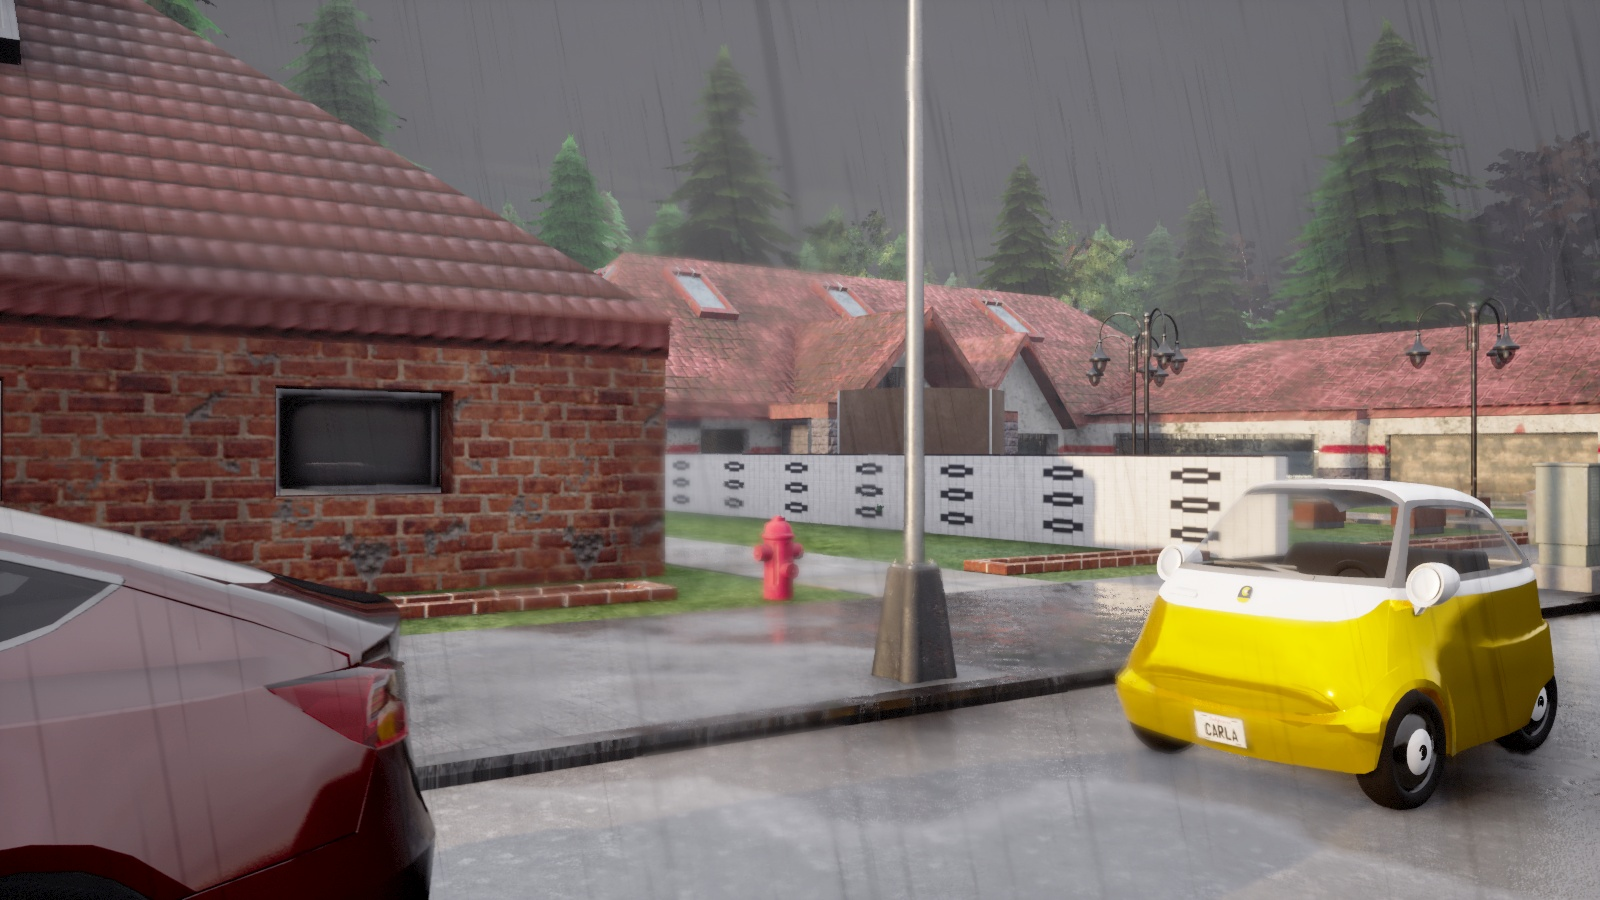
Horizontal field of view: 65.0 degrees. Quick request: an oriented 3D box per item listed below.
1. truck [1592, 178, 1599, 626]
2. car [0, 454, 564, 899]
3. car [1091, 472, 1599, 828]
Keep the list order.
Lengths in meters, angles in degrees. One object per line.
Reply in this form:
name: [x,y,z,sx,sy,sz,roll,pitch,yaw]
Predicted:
truck: [11.095,-0.414,11.998,8.468,3.827,2.891,0,0,-35]
car: [-3.075,0.756,2.132,4.792,1.488,2.163,0,0,-35]
car: [2.760,0.809,6.189,2.207,1.376,1.481,0,0,-35]
